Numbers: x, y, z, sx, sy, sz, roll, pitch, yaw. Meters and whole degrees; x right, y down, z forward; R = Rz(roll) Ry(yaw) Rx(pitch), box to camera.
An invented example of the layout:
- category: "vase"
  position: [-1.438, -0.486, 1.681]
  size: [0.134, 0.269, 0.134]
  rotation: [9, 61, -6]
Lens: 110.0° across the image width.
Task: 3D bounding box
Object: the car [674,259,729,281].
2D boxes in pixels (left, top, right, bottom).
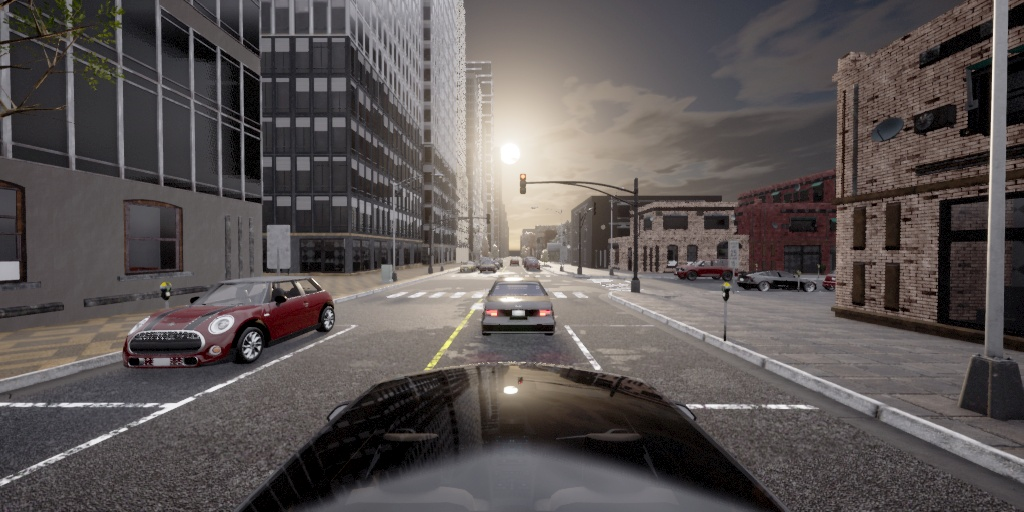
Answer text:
- category: "car"
  position: [16.700, 1.163, 30.911]
  size: [5.009, 1.841, 2.192]
  rotation: [0, 0, 1]

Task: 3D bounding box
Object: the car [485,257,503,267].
- category: "car"
  position: [-2.772, 1.285, 53.733]
  size: [2.033, 1.411, 5.357]
  rotation: [0, 0, 0]

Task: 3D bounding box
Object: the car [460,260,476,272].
- category: "car"
  position: [-5.554, 1.265, 45.575]
  size: [1.751, 1.417, 4.829]
  rotation: [0, 0, 0]

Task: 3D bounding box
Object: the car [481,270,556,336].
- category: "car"
  position: [0.154, 1.295, 10.364]
  size: [2.033, 1.411, 5.357]
  rotation: [0, 0, 0]

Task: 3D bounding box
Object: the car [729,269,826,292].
- category: "car"
  position: [16.540, 1.546, 22.533]
  size: [4.313, 1.339, 1.948]
  rotation: [0, 0, 1]

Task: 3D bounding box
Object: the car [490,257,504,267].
- category: "car"
  position: [-2.664, 1.088, 63.953]
  size: [2.097, 1.767, 4.553]
  rotation: [0, 0, 1]

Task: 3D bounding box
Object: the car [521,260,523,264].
- category: "car"
  position: [3.071, 1.051, 62.568]
  size: [2.192, 1.841, 5.009]
  rotation: [0, 0, 0]

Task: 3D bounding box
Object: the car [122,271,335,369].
- category: "car"
  position: [-5.656, 1.188, 7.797]
  size: [1.967, 1.591, 4.097]
  rotation: [0, 0, 0]

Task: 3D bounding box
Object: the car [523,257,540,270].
- category: "car"
  position: [3.000, 1.178, 51.280]
  size: [1.967, 1.591, 4.097]
  rotation: [0, 0, 0]

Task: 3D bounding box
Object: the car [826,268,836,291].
- category: "car"
  position: [22.087, 1.472, 22.427]
  size: [4.097, 1.591, 1.967]
  rotation: [0, 0, 1]

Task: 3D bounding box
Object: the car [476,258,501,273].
- category: "car"
  position: [-2.833, 1.287, 43.590]
  size: [2.033, 1.411, 5.357]
  rotation: [0, 0, 0]
